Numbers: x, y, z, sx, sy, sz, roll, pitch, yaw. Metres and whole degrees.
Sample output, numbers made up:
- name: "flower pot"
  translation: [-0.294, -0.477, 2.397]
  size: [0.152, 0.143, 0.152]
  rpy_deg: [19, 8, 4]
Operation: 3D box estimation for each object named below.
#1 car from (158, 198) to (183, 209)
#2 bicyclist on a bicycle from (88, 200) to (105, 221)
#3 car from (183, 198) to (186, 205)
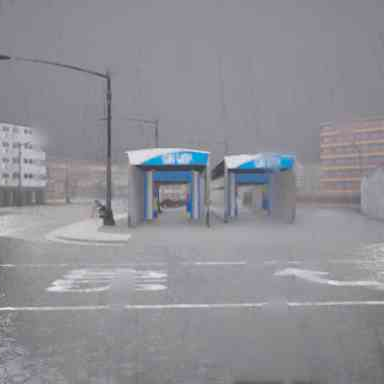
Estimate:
- name: "car"
  translation: [-4.001, 1.743, 51.148]
  size: [1.837, 1.490, 4.892]
  rpy_deg: [0, 0, 34]
- name: "bicyclist on a bicycle"
  translation: [-7.226, 1.424, 25.658]
  size: [1.656, 1.620, 0.582]
  rpy_deg: [0, 0, 0]
- name: "car"
  translation: [-2.173, 1.821, 60.039]
  size: [2.033, 1.411, 5.357]
  rpy_deg: [0, 0, 34]
